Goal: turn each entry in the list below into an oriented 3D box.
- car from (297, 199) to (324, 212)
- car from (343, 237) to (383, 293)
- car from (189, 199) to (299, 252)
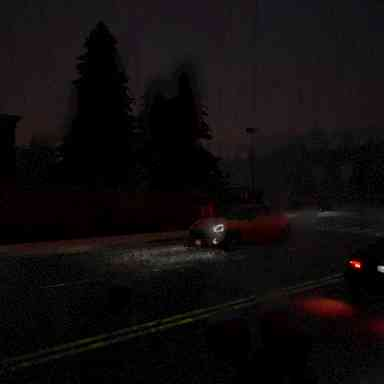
[{"bbox_3d":[12.744,1.547,39.139,2.033,1.411,5.357,0,0,-35],"label":"car"},{"bbox_3d":[5.770,1.547,7.888,5.357,1.411,2.033,0,0,-35],"label":"car"},{"bbox_3d":[2.079,1.352,14.007,4.553,1.767,2.097,0,0,-35],"label":"car"}]
